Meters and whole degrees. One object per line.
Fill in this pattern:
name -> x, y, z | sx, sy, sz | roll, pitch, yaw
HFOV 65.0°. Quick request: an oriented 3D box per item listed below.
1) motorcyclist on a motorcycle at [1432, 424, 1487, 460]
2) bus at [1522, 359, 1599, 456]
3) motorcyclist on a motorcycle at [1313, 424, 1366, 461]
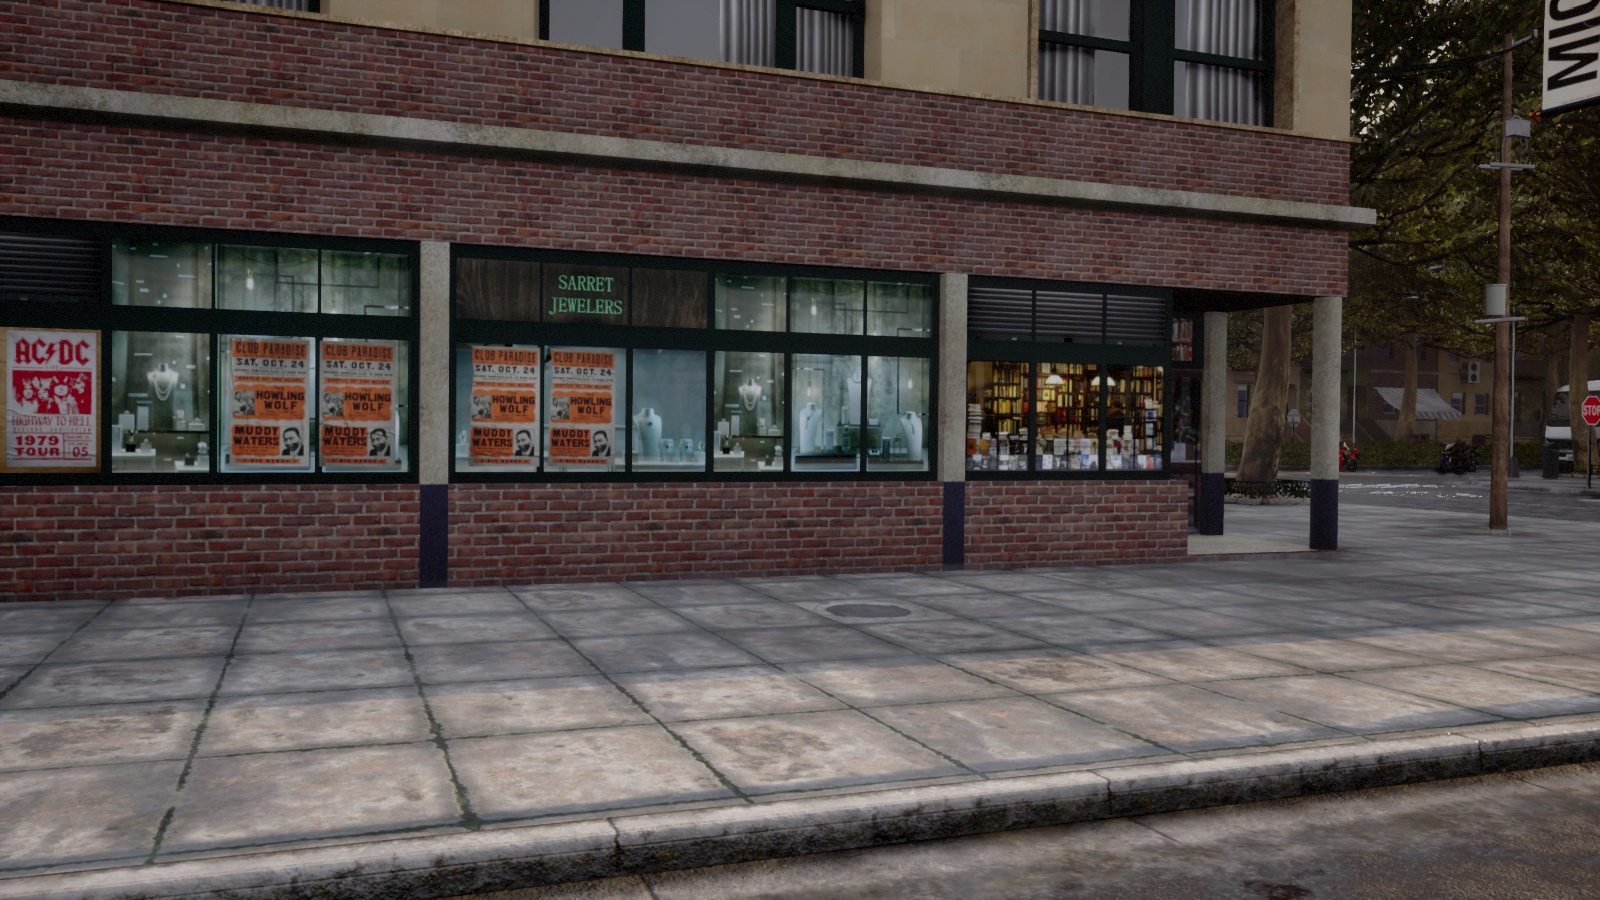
motorcyclist on a motorcycle -> 28.802, -0.371, 54.854 | 2.191, 1.530, 0.866 | -1, 1, -21
bus -> 39.354, -1.961, 58.861 | 10.273, 4.253, 3.944 | -1, 1, -21
motorcyclist on a motorcycle -> 22.523, -0.316, 52.435 | 2.044, 1.523, 0.797 | -1, 1, -22
